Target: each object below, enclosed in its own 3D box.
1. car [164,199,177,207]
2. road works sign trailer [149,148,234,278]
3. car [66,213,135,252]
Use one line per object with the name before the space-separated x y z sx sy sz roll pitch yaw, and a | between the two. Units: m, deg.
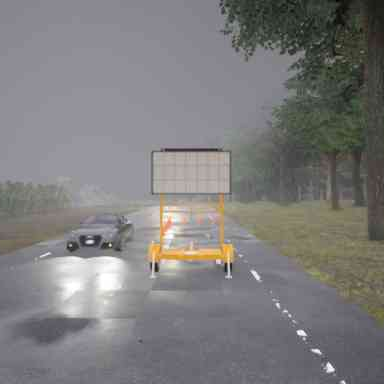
car | -3.675 1.867 57.837 1.994 1.385 4.181 0 -1 0
road works sign trailer | -0.016 0.479 10.154 2.380 3.560 2.880 0 0 0
car | -3.623 1.587 13.817 1.994 1.385 4.181 0 0 0
